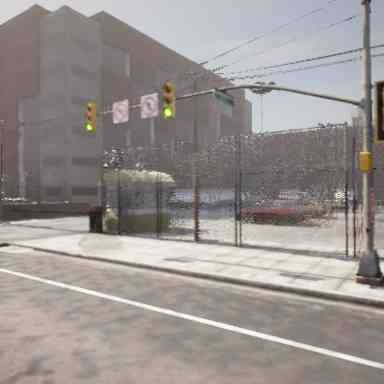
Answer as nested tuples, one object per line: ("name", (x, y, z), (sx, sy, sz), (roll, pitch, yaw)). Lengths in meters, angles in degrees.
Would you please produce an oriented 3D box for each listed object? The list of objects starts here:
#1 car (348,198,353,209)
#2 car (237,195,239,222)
("car", (15.312, 1.605, 37.807), (4.718, 1.301, 1.895), (-1, 0, 35))
("car", (5.173, 1.305, 22.811), (4.553, 1.767, 2.185), (-1, 0, 35))
